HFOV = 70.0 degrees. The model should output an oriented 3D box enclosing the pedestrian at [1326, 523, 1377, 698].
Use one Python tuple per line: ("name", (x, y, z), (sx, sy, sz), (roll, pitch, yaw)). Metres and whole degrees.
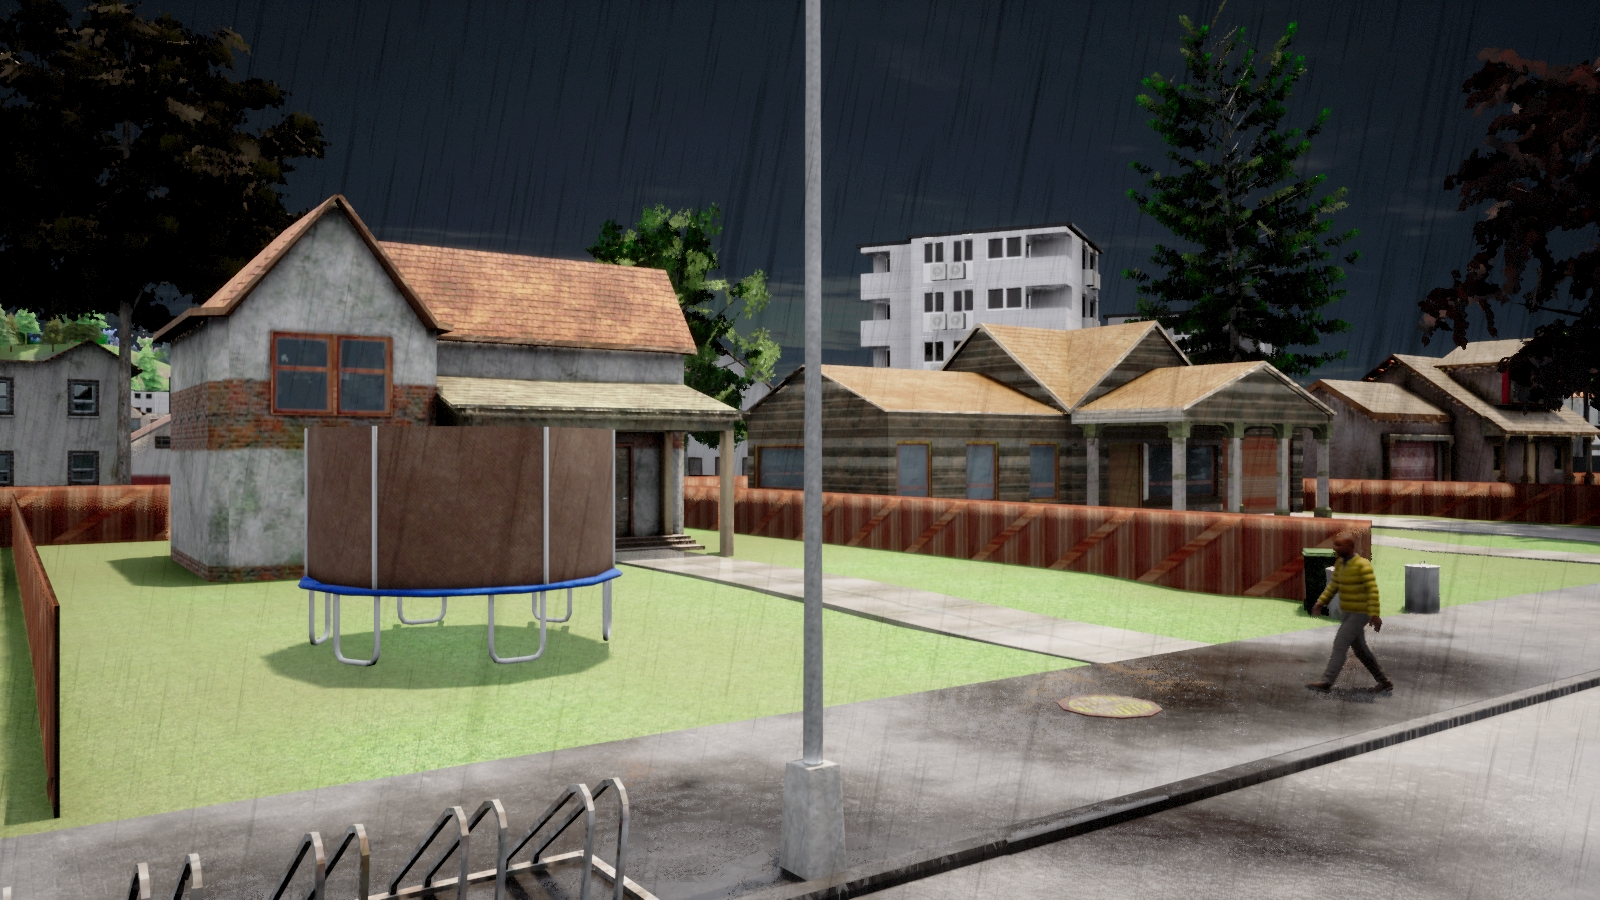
("pedestrian", (6.040, 1.746, 12.522), (0.375, 1.860, 0.375), (0, 0, -2))
